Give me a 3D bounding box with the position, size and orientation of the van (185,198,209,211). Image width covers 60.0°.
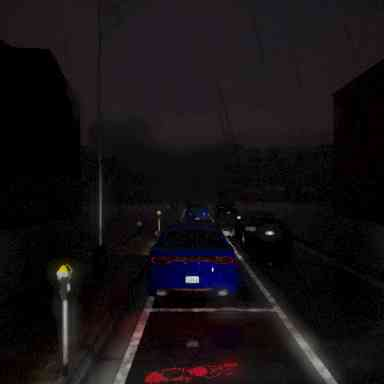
[{"bbox_3d":[0.374,1.345,25.499,1.690,1.788,3.998,-1,0,0],"label":"van"}]

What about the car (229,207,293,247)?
[{"bbox_3d":[3.030,1.565,14.931,1.994,1.385,4.181,0,0,0],"label":"car"}]

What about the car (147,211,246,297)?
[{"bbox_3d":[0.006,1.477,8.651,1.882,1.535,5.008,0,0,0],"label":"car"}]

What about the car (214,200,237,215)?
[{"bbox_3d":[3.025,1.499,29.909,2.128,1.511,4.902,0,0,0],"label":"car"}]
